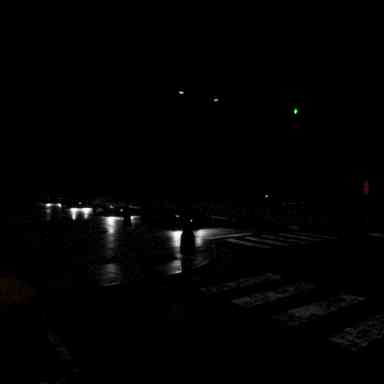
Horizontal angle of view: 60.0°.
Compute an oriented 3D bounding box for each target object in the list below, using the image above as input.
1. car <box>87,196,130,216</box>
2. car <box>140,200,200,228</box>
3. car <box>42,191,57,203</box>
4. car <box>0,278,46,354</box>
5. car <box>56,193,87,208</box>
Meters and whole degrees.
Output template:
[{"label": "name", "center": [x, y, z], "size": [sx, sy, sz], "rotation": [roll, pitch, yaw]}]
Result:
[{"label": "car", "center": [-6.669, 1.060, 27.030], "size": [1.812, 1.442, 4.674], "rotation": [0, 1, -35]}, {"label": "car", "center": [-1.454, 1.227, 19.741], "size": [1.812, 1.442, 4.674], "rotation": [0, 1, -37]}, {"label": "car", "center": [-18.403, 0.682, 43.569], "size": [1.837, 1.490, 4.892], "rotation": [0, 1, -32]}, {"label": "car", "center": [-4.263, 1.525, 3.620], "size": [4.829, 1.417, 1.752], "rotation": [0, 0, -35]}, {"label": "car", "center": [-12.431, 0.921, 35.078], "size": [1.994, 1.385, 4.181], "rotation": [0, 1, -36]}]
